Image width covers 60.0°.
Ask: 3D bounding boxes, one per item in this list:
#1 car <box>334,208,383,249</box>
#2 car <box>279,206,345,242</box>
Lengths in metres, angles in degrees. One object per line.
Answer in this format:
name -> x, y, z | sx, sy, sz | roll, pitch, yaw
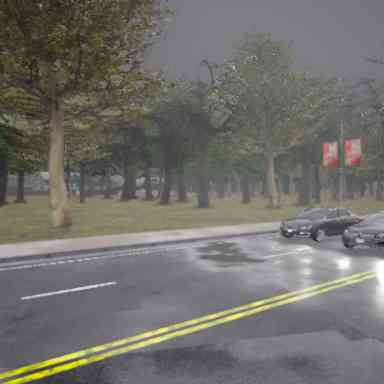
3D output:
car -> 7.962, 1.497, 13.357 | 4.674, 1.442, 1.812 | 0, 0, -35
car -> 6.319, 1.475, 16.177 | 4.892, 1.490, 1.837 | 0, 0, -35
